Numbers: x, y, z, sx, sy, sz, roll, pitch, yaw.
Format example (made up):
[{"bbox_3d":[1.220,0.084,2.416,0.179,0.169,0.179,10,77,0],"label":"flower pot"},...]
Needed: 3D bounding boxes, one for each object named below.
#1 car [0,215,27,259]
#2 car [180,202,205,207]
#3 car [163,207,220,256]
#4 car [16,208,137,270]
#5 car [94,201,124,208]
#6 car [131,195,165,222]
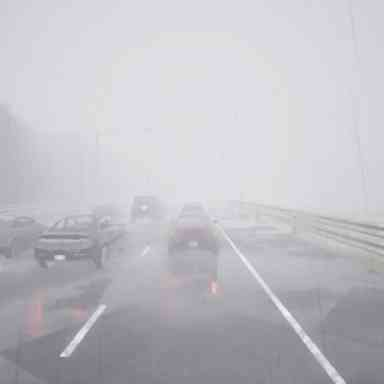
[{"bbox_3d":[-6.932,1.580,12.727,1.994,1.385,4.181,0,0,0],"label":"car"},{"bbox_3d":[0.063,1.536,27.668,2.128,1.511,4.902,0,0,0],"label":"car"},{"bbox_3d":[0.069,1.543,13.154,1.812,1.442,4.674,0,0,0],"label":"car"},{"bbox_3d":[-3.442,1.506,11.138,2.128,1.511,4.902,0,0,0],"label":"car"},{"bbox_3d":[-6.937,1.550,27.760,1.837,1.490,4.892,0,0,0],"label":"car"},{"bbox_3d":[-3.442,1.265,26.621,2.150,2.045,5.566,0,0,0],"label":"car"}]
